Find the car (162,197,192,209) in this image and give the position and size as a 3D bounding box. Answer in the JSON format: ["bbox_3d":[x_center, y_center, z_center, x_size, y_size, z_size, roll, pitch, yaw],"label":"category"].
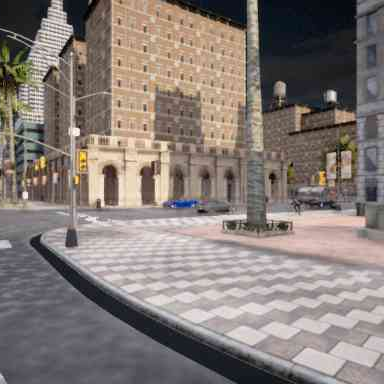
[{"bbox_3d":[-1.547,1.469,44.161,5.008,1.535,1.882,0,0,-33],"label":"car"}]

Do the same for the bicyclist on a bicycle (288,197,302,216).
[{"bbox_3d":[9.170,1.297,29.683,0.582,1.620,1.656,0,0,-33],"label":"bicyclist on a bicycle"}]

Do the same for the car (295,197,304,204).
[{"bbox_3d":[20.520,1.541,58.595,5.357,1.411,2.033,0,0,-33],"label":"car"}]

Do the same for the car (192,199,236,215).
[{"bbox_3d":[2.512,1.558,34.032,4.181,1.385,1.994,0,0,-33],"label":"car"}]

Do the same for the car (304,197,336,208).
[{"bbox_3d":[19.304,1.499,49.312,4.892,1.490,1.837,0,0,-34],"label":"car"}]
